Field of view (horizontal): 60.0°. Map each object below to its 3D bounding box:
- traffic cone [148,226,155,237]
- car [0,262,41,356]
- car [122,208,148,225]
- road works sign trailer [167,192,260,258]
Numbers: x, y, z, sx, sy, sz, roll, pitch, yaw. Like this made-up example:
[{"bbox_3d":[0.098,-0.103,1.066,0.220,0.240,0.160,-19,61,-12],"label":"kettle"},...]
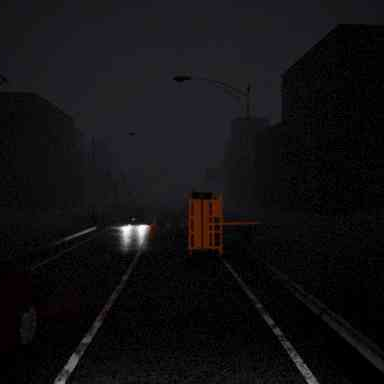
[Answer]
[{"bbox_3d":[-2.243,2.182,18.376,0.340,0.580,0.340,-1,-2,-5],"label":"traffic cone"},{"bbox_3d":[-3.229,1.534,3.515,1.812,1.442,4.674,0,0,-2],"label":"car"},{"bbox_3d":[-4.852,2.074,28.672,1.994,1.385,4.181,0,-1,-5],"label":"car"},{"bbox_3d":[0.819,1.165,13.261,2.880,2.380,3.560,0,-1,-13],"label":"road works sign trailer"}]
